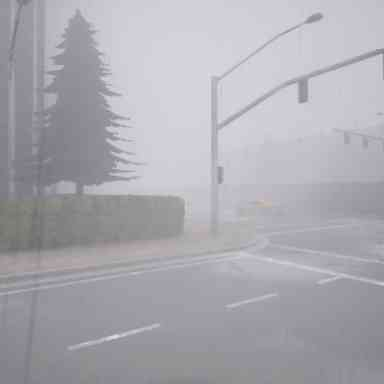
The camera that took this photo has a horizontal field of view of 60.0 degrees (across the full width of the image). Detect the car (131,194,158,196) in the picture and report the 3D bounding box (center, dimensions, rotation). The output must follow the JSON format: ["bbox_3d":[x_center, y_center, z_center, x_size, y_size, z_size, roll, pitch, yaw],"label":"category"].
[{"bbox_3d":[-4.367,1.179,32.835,2.150,2.045,5.566,0,0,-35],"label":"car"}]

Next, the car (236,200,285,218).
[{"bbox_3d":[6.158,1.442,30.472,1.882,1.535,5.008,0,0,-35],"label":"car"}]
